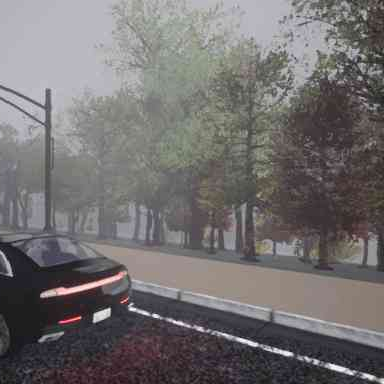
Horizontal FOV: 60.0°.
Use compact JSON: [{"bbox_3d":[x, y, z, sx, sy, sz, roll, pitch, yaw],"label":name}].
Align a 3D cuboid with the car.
[{"bbox_3d":[-3.236,1.490,5.989,4.902,1.511,2.128,0,0,35],"label":"car"}]
